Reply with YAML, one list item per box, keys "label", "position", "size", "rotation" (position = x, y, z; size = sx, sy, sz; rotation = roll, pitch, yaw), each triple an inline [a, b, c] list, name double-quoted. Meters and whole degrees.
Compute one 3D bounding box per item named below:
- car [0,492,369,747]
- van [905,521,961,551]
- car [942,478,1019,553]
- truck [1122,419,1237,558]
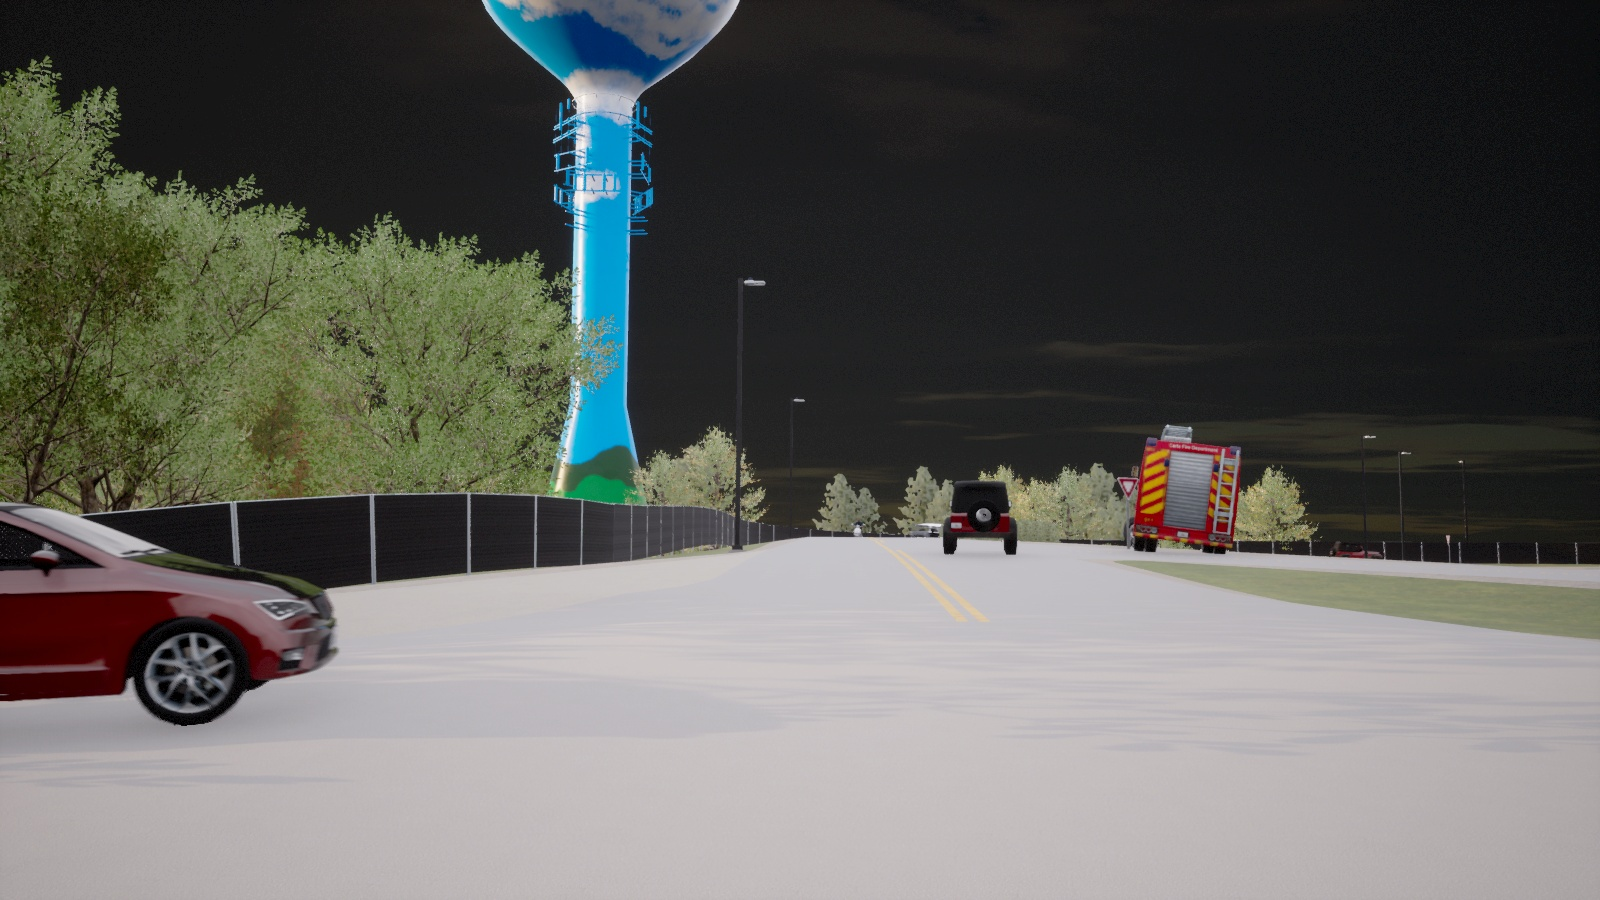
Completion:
- label: "car"
  position: [-5.201, 1.102, 8.428]
  size: [4.193, 1.474, 1.816]
  rotation: [-1, -3, -14]
- label: "van"
  position: [9.957, 6.422, 93.544]
  size: [2.069, 2.038, 4.480]
  rotation: [-5, -8, 38]
- label: "car"
  position: [4.815, 1.760, 33.491]
  size: [1.905, 1.878, 3.866]
  rotation: [-1, -3, 8]
- label: "truck"
  position: [12.311, 1.380, 41.309]
  size: [2.891, 3.827, 8.468]
  rotation: [6, -2, 15]
